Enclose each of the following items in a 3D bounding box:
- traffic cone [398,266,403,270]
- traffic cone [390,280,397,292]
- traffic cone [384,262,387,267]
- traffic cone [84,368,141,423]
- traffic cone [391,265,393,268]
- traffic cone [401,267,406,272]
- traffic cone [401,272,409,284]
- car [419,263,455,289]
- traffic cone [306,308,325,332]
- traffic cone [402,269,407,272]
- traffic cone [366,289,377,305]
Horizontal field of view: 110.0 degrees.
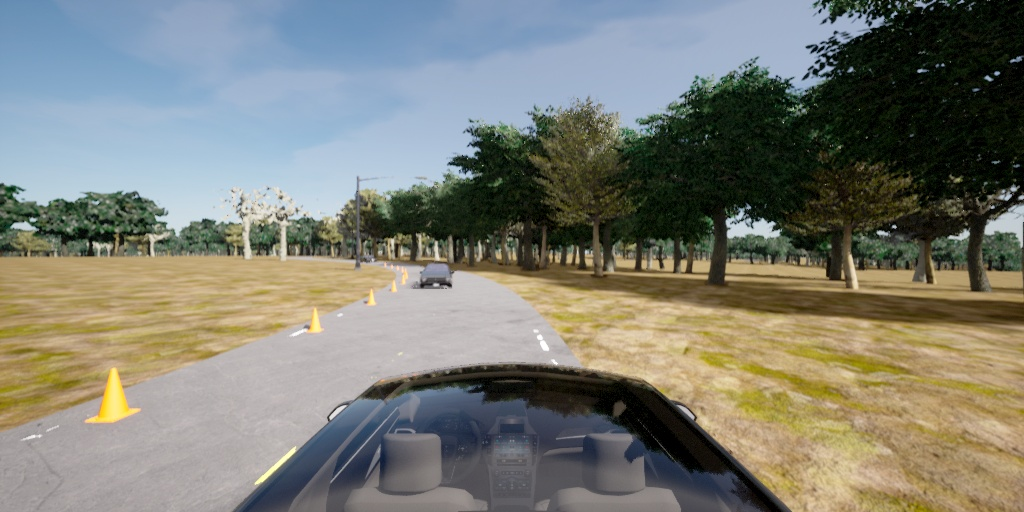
[{"bbox_3d":[-11.478,1.394,37.582,0.340,0.580,0.340,0,0,-22],"label":"traffic cone"},{"bbox_3d":[-6.225,1.571,18.905,0.340,0.580,0.340,0,0,-10],"label":"traffic cone"},{"bbox_3d":[-17.898,1.204,50.653,0.340,0.580,0.340,0,0,-31],"label":"traffic cone"},{"bbox_3d":[-4.889,1.675,4.403,0.340,0.580,0.340,0,0,-1],"label":"traffic cone"},{"bbox_3d":[-15.532,1.273,46.409,0.340,0.580,0.340,0,0,-28],"label":"traffic cone"},{"bbox_3d":[-9.801,1.447,33.022,0.340,0.580,0.340,0,0,-19],"label":"traffic cone"},{"bbox_3d":[-7.171,1.534,23.670,0.340,0.580,0.340,0,0,-13],"label":"traffic cone"},{"bbox_3d":[-4.543,1.150,21.918,2.033,1.411,5.357,0,0,-10],"label":"car"},{"bbox_3d":[-5.082,1.641,9.258,0.340,0.580,0.340,0,0,-4],"label":"traffic cone"},{"bbox_3d":[-8.365,1.493,28.380,0.340,0.580,0.340,0,0,-16],"label":"traffic cone"},{"bbox_3d":[-5.528,1.606,14.096,0.340,0.580,0.340,0,0,-7],"label":"traffic cone"}]
